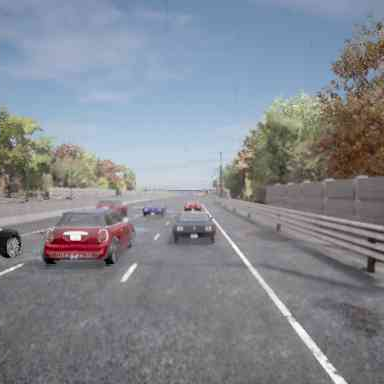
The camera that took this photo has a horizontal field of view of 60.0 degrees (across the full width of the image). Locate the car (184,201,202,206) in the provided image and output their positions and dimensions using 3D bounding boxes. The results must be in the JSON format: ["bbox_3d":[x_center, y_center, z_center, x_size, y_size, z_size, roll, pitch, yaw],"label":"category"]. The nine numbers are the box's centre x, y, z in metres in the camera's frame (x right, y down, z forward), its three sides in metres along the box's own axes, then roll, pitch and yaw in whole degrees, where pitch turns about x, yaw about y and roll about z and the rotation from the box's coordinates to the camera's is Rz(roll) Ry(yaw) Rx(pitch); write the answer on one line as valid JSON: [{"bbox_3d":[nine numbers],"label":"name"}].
[{"bbox_3d":[0.104,1.611,37.519,1.895,1.301,4.718,0,0,0],"label":"car"}]

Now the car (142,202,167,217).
[{"bbox_3d":[-3.395,1.607,31.180,1.895,1.301,4.718,0,0,0],"label":"car"}]

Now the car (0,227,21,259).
[{"bbox_3d":[-6.902,1.488,9.711,2.128,1.511,4.902,0,0,0],"label":"car"}]

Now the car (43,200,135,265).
[{"bbox_3d":[-3.400,1.348,11.850,2.097,1.767,4.553,0,0,0],"label":"car"}]

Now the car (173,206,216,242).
[{"bbox_3d":[0.101,1.598,16.396,1.895,1.301,4.718,0,0,0],"label":"car"}]
